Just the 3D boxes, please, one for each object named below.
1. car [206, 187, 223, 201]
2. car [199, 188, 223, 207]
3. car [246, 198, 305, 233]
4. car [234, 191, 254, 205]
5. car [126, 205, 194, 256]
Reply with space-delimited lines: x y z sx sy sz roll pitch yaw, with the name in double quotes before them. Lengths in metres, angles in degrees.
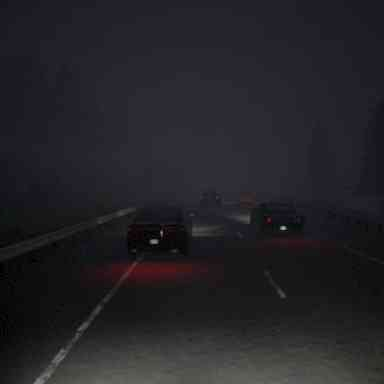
"car" 3.291 0.251 47.100 2.097 1.767 4.553 0 1 7
"car" 1.982 0.531 35.027 2.097 1.767 4.553 0 1 7
"car" 4.096 1.208 16.688 1.895 1.301 4.718 0 1 3
"car" 5.746 0.619 36.672 1.882 1.535 5.008 0 1 6
"car" -0.988 1.197 11.904 1.882 1.535 5.008 0 1 2
